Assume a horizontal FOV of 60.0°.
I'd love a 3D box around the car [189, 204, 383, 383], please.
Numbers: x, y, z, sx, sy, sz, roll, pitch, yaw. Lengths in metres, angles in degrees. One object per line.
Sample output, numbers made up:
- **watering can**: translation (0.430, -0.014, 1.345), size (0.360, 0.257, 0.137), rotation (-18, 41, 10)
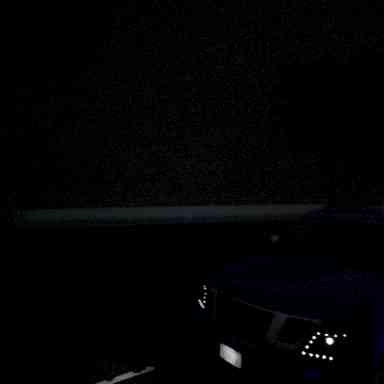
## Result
- **car**: translation (2.619, 1.235, 4.819), size (5.566, 2.045, 2.150), rotation (0, 0, -36)
